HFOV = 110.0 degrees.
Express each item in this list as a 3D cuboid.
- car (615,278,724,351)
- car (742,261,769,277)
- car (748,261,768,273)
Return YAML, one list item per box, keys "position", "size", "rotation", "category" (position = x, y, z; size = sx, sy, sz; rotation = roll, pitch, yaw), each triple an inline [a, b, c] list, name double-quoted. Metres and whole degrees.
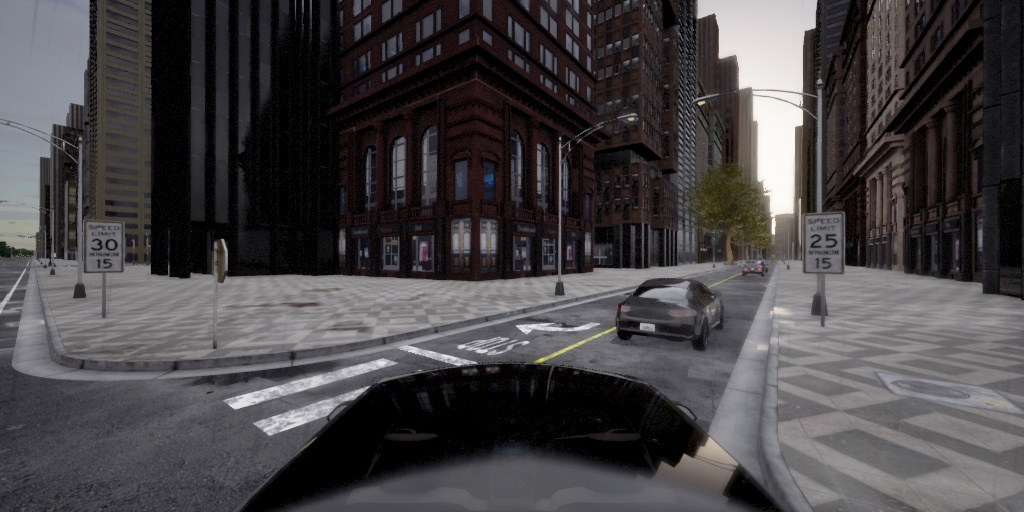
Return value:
- position: [4.126, 1.280, 9.120]
  size: [1.812, 1.442, 4.674]
  rotation: [0, 0, 37]
  category: "car"
- position: [24.535, 1.327, 36.332]
  size: [2.033, 1.411, 5.357]
  rotation: [0, 0, 37]
  category: "car"
- position: [30.764, 1.328, 44.752]
  size: [1.812, 1.442, 4.674]
  rotation: [0, 0, 37]
  category: "car"
